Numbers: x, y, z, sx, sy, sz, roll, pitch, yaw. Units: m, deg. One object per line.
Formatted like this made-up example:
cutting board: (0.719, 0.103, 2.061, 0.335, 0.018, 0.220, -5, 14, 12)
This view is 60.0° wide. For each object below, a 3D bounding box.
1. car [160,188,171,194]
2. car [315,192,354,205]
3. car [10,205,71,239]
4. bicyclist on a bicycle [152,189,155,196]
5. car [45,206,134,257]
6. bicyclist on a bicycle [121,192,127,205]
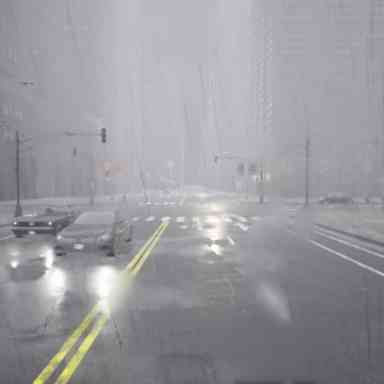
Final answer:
car: (-6.491, -0.295, 85.656, 1.882, 1.535, 5.008, 0, 1, 0)
car: (16.683, 0.707, 39.184, 4.097, 1.590, 1.967, 0, 2, 0)
car: (-6.539, 1.340, 15.830, 1.895, 1.301, 4.718, 0, 1, 1)
bicyclist on a bicycle: (-8.753, 0.220, 75.836, 0.582, 1.620, 1.656, 0, 1, 0)
car: (-3.315, 1.326, 12.114, 1.812, 1.442, 4.674, 0, 1, 0)
bicyclist on a bicycle: (-8.474, 0.751, 41.729, 0.866, 1.612, 1.509, 0, 1, 3)
